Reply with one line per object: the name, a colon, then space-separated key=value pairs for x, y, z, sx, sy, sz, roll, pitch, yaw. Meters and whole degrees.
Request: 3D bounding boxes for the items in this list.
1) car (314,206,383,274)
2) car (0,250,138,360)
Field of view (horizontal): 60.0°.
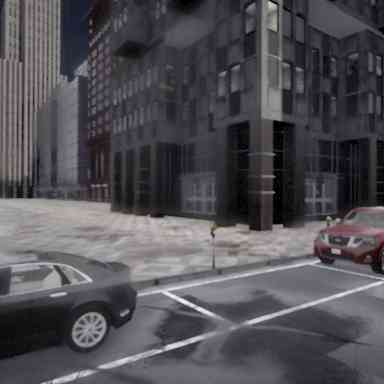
car: x=6.218 y=1.421 z=11.077 sx=5.009 sy=1.841 sz=2.192 roll=1 pitch=-1 yaw=-35
car: x=-2.910 y=1.552 z=4.576 sx=4.403 sy=1.369 sz=2.008 roll=1 pitch=-1 yaw=-35
